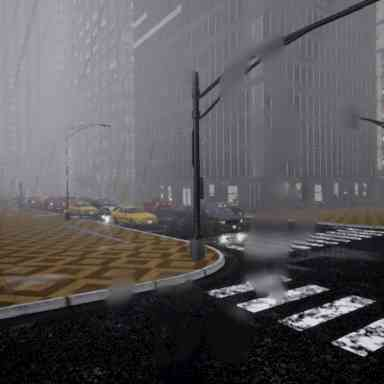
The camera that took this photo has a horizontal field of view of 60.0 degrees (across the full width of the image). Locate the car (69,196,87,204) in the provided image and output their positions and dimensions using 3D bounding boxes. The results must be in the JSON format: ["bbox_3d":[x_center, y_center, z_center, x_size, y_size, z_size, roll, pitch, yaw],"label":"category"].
[{"bbox_3d":[-20.363,1.388,59.211,1.887,1.381,4.507,-1,1,-36],"label":"car"}]

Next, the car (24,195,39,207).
[{"bbox_3d":[-23.514,1.410,50.098,1.967,1.590,4.097,-1,1,-36],"label":"car"}]

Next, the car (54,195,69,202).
[{"bbox_3d":[-26.854,1.406,68.233,1.802,1.307,4.206,-1,1,-36],"label":"car"}]

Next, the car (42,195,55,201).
[{"bbox_3d":[-33.445,1.330,77.391,1.752,1.417,4.829,-1,1,-36],"label":"car"}]

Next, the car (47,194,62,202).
[{"bbox_3d":[-30.101,1.255,72.742,1.967,1.590,4.097,-1,1,-36],"label":"car"}]

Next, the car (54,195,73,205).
[{"bbox_3d":[-22.409,1.357,57.846,1.882,1.535,5.008,-1,1,-35],"label":"car"}]

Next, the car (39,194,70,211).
[{"bbox_3d":[-17.022,1.429,41.076,1.967,1.590,4.097,-1,1,-36],"label":"car"}]

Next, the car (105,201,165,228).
[{"bbox_3d":[-4.044,1.551,22.821,1.752,1.417,4.829,-1,1,-36],"label":"car"}]

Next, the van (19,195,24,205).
[{"bbox_3d":[-26.761,1.302,54.607,1.690,1.788,3.998,-1,1,-36],"label":"van"}]

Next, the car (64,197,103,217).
[{"bbox_3d":[-10.479,1.533,31.885,1.752,1.417,4.829,-1,1,-36],"label":"car"}]

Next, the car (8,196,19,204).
[{"bbox_3d":[-33.250,1.493,63.630,2.008,1.369,4.403,-1,1,-36],"label":"car"}]

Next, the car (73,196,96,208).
[{"bbox_3d":[-15.731,1.403,48.554,1.837,1.490,4.892,-1,0,-36],"label":"car"}]

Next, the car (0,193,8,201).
[{"bbox_3d":[-46.233,1.448,81.672,1.887,1.381,4.507,-1,1,-36],"label":"car"}]

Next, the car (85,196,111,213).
[{"bbox_3d":[-9.171,1.460,34.395,2.128,1.511,4.902,-1,1,-36],"label":"car"}]

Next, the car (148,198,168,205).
[{"bbox_3d":[-4.088,1.328,36.693,1.967,1.590,4.097,-1,1,-36],"label":"car"}]

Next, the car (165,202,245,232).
[{"bbox_3d":[0.788,1.542,20.547,2.033,1.411,5.357,-1,1,-36],"label":"car"}]

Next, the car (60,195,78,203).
[{"bbox_3d":[-23.608,1.385,63.722,2.008,1.369,4.403,-1,1,-36],"label":"car"}]
